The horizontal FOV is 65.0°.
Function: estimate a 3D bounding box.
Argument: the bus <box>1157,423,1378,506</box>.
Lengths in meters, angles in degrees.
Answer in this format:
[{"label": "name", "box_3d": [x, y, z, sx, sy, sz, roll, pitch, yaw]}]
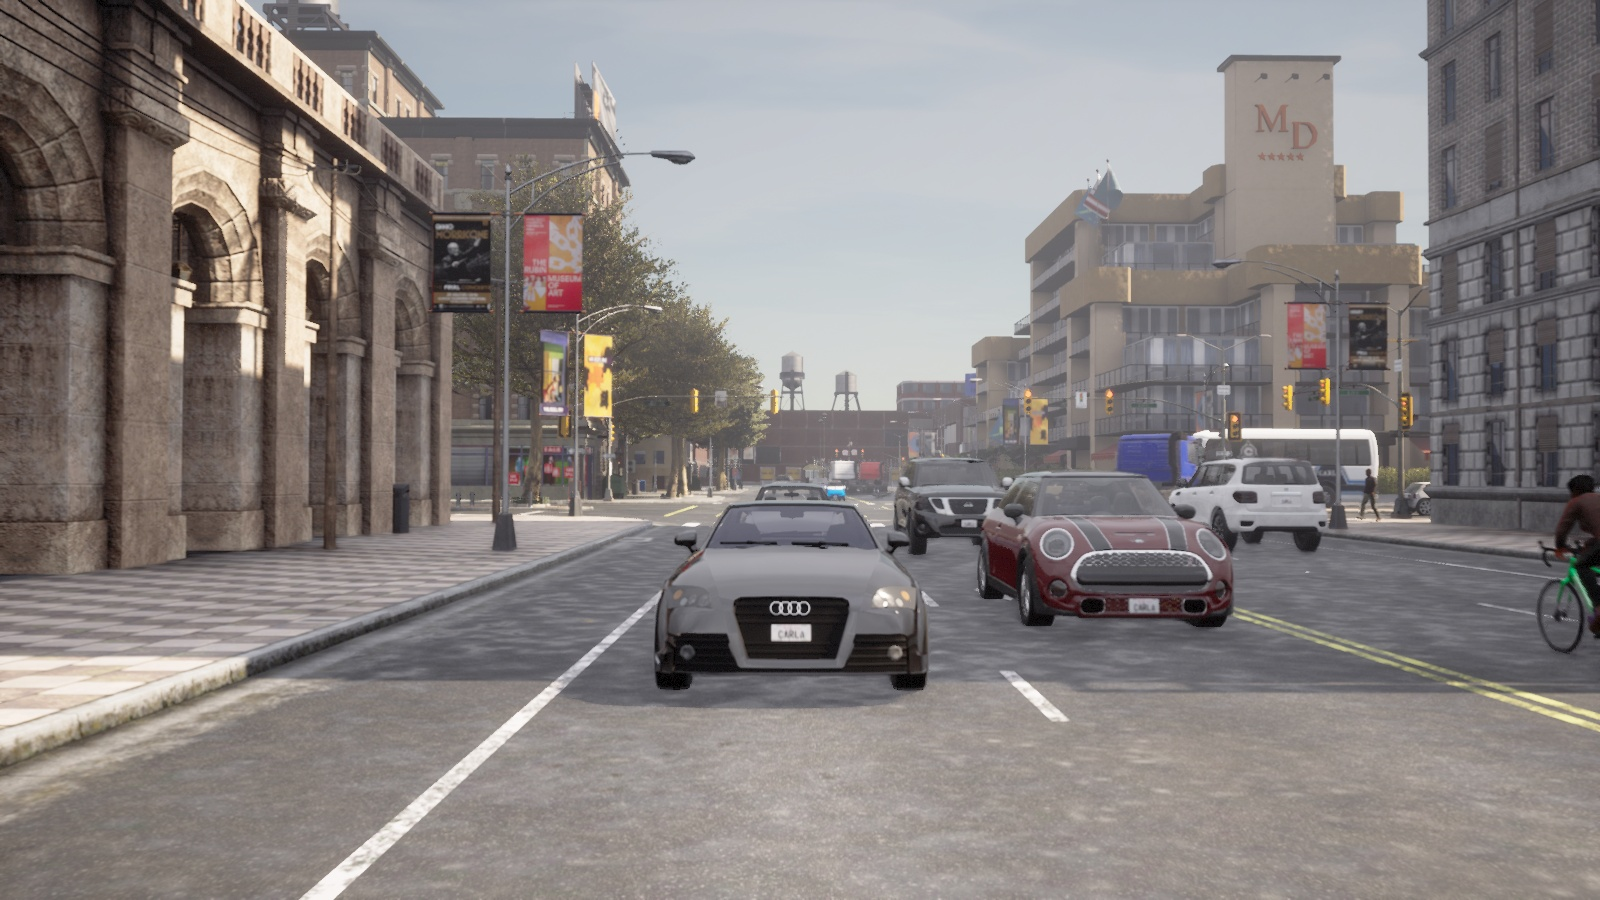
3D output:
[{"label": "bus", "box_3d": [24.721, 0.806, 66.918, 10.273, 4.253, 3.944, 0, -1, -1]}]

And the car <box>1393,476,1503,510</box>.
[{"label": "car", "box_3d": [28.569, 1.882, 55.462, 3.806, 1.475, 1.970, 0, -1, 0]}]

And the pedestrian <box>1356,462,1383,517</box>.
[{"label": "pedestrian", "box_3d": [19.310, 1.331, 42.603, 0.703, 1.840, 0.431, 0, -1, -19]}]

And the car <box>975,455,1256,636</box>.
[{"label": "car", "box_3d": [3.418, 0.987, 14.642, 2.097, 1.767, 4.553, 0, -1, 0]}]

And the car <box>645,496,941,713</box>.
[{"label": "car", "box_3d": [-0.058, 1.118, 10.551, 1.994, 1.385, 4.181, 0, -1, 0]}]

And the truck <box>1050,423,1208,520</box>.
[{"label": "truck", "box_3d": [12.989, 0.857, 49.039, 2.891, 3.462, 7.936, -2, -2, 39]}]

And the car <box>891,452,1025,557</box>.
[{"label": "car", "box_3d": [3.309, 1.129, 27.509, 2.150, 2.045, 5.566, 0, -1, -1]}]

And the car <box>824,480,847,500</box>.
[{"label": "car", "box_3d": [2.402, 2.744, 86.037, 1.481, 1.376, 2.207, 0, -2, -1]}]

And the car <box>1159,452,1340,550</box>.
[{"label": "car", "box_3d": [10.279, 1.139, 29.262, 2.150, 2.045, 5.566, 0, -1, -1]}]

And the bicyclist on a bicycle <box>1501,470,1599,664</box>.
[{"label": "bicyclist on a bicycle", "box_3d": [6.963, 0.990, 11.087, 0.582, 1.620, 1.656, 0, -2, -1]}]

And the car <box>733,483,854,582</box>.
[{"label": "car", "box_3d": [-0.119, 1.297, 21.096, 1.816, 1.474, 4.193, 0, -1, 0]}]
